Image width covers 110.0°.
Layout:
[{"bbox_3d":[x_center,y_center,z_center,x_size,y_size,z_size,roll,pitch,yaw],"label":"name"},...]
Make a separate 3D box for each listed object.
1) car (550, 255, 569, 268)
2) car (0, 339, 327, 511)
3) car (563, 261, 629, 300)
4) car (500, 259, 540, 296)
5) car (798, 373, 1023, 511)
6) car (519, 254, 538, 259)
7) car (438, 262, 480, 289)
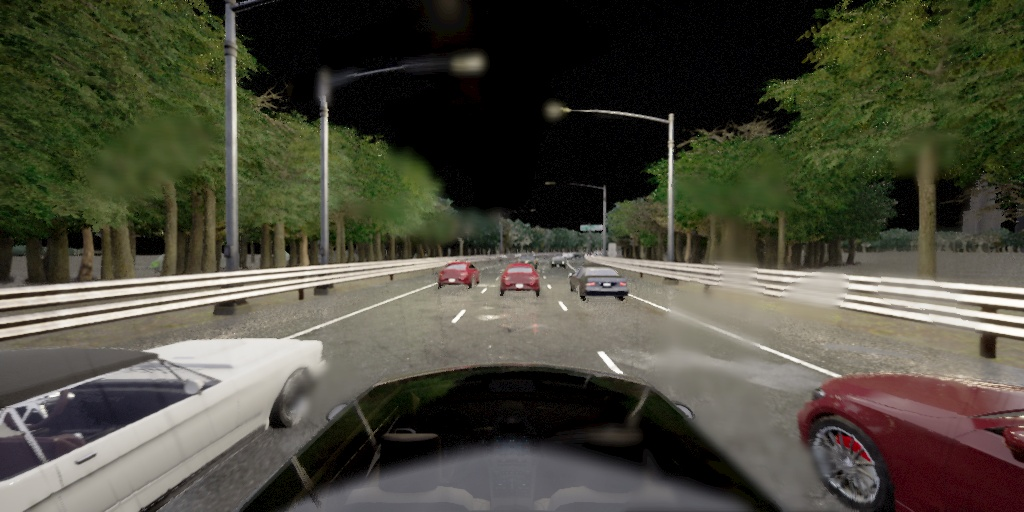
[{"bbox_3d":[5.788,0.818,45.300,1.895,1.301,4.718,0,1,6],"label":"car"},{"bbox_3d":[-3.375,1.341,2.604,1.895,1.301,4.718,0,1,0],"label":"car"},{"bbox_3d":[3.745,1.123,16.269,2.033,1.411,5.357,0,1,2],"label":"car"},{"bbox_3d":[0.419,1.085,17.715,1.812,1.442,4.674,0,1,2],"label":"car"},{"bbox_3d":[3.524,1.280,1.288,1.812,1.442,4.674,0,1,0],"label":"car"},{"bbox_3d":[1.705,0.662,38.072,2.097,1.767,4.553,0,1,5],"label":"car"},{"bbox_3d":[-2.967,1.051,20.621,1.812,1.442,4.674,0,1,2],"label":"car"}]
